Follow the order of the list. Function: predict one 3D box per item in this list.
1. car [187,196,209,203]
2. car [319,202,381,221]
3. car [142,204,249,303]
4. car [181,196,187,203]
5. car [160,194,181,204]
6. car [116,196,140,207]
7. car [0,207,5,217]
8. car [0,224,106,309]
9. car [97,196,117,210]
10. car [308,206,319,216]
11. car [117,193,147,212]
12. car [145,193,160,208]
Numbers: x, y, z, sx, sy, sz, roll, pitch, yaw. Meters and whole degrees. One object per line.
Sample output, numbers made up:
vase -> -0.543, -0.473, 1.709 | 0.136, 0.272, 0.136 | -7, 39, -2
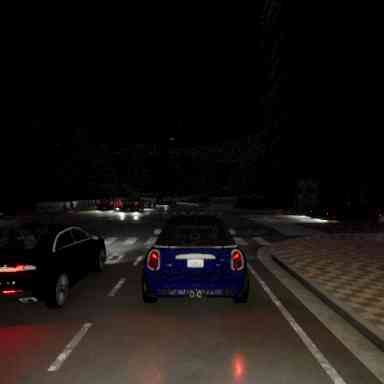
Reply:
car -> 1.725, 1.554, 68.497 | 1.812, 1.442, 4.674 | 0, 0, 41
car -> 13.133, 1.631, 27.370 | 4.181, 1.385, 1.994 | 0, 0, -2
car -> 0.068, 1.355, 8.353 | 2.097, 1.767, 4.553 | 0, 0, 0
car -> -0.604, 1.554, 71.235 | 1.812, 1.442, 4.674 | 0, 0, 42
car -> -4.295, 1.550, 59.041 | 1.812, 1.442, 4.674 | 0, 0, 25
car -> -9.857, 1.499, 51.628 | 1.882, 1.535, 5.008 | 0, 0, 10
car -> -17.715, 1.595, 27.105 | 4.674, 1.442, 1.812 | 0, 0, 4
car -> -3.417, 1.495, 7.847 | 2.128, 1.511, 4.902 | 0, 0, 0
car -> -10.503, 1.370, 42.429 | 2.097, 1.767, 4.553 | 0, 0, 2
car -> 13.021, 1.632, 30.877 | 4.181, 1.385, 1.994 | 0, 0, 0
car -> -7.086, 1.368, 39.590 | 2.097, 1.767, 4.553 | 0, 0, 1
car -> -6.761, 1.242, 49.175 | 2.150, 2.045, 5.566 | 0, 0, 6
